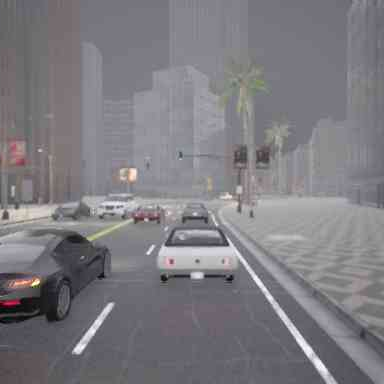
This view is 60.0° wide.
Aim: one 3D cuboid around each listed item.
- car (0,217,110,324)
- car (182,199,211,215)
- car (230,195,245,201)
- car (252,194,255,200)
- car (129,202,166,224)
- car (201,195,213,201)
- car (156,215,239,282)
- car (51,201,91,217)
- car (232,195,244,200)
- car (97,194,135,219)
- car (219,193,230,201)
[{"bbox_3d":[-3.114,1.514,7.075,1.812,1.442,4.674,0,0,0],"label":"car"},{"bbox_3d":[0.277,1.525,25.530,1.994,1.385,4.181,0,0,2],"label":"car"},{"bbox_3d":[11.703,1.545,82.030,2.033,1.411,5.357,0,0,22],"label":"car"},{"bbox_3d":[16.242,1.352,92.265,2.097,1.767,4.553,0,0,27],"label":"car"},{"bbox_3d":[-3.013,1.563,24.394,1.895,1.301,4.718,0,0,1],"label":"car"},{"bbox_3d":[3.554,1.492,78.887,1.837,1.490,4.892,0,0,19],"label":"car"},{"bbox_3d":[0.131,1.585,9.697,1.895,1.301,4.718,0,0,0],"label":"car"},{"bbox_3d":[-9.602,1.485,26.907,1.812,1.442,4.674,0,0,2],"label":"car"},{"bbox_3d":[12.953,1.575,92.947,1.895,1.301,4.718,0,0,27],"label":"car"},{"bbox_3d":[-6.300,1.181,28.591,2.150,2.045,5.566,0,0,3],"label":"car"},{"bbox_3d":[8.508,1.220,82.778,2.150,2.045,5.566,0,0,22],"label":"car"}]
